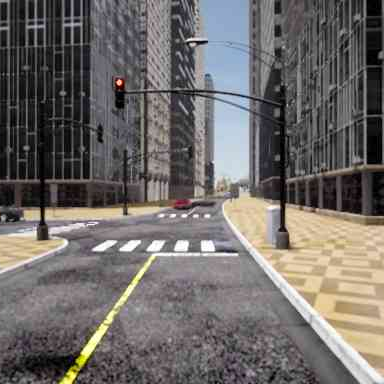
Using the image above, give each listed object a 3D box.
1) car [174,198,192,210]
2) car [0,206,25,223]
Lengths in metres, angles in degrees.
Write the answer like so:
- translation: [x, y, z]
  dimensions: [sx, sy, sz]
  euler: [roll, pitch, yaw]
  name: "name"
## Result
- translation: [-1.151, 1.476, 42.201]
  dimensions: [1.882, 1.535, 5.008]
  euler: [0, 1, 5]
  name: "car"
- translation: [-16.525, 1.845, 28.271]
  dimensions: [4.403, 1.369, 2.008]
  euler: [-1, 1, 10]
  name: "car"
